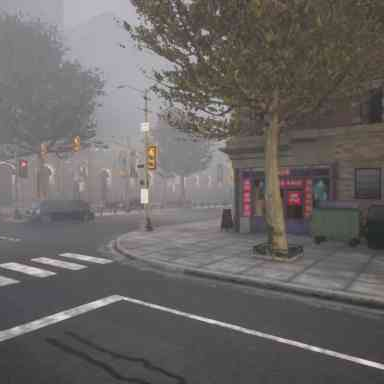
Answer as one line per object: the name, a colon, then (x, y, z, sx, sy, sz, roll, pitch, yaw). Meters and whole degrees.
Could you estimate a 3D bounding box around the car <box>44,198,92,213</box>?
car: (-13.875, 1.505, 37.444, 1.837, 1.490, 4.892, 0, 0, 36)

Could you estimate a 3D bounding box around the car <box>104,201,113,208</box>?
car: (-10.251, 1.595, 47.876, 1.895, 1.301, 4.718, 0, 0, 36)

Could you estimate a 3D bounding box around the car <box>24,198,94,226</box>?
car: (-9.376, 1.352, 23.830, 2.097, 1.767, 4.553, 0, 0, 40)

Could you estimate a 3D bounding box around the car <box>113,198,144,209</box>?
car: (-8.038, 1.526, 45.536, 1.812, 1.442, 4.674, 0, 0, 36)

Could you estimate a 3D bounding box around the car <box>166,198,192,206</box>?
car: (-2.148, 1.601, 53.733, 1.895, 1.301, 4.718, 0, 0, 36)
